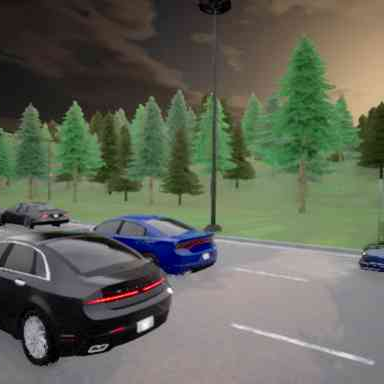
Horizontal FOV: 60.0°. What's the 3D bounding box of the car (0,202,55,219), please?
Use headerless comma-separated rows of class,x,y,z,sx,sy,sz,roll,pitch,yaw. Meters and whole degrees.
car,-9.248,1.283,19.022,5.357,1.411,2.033,1,1,35

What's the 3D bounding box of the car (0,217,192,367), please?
car,-2.564,1.428,5.711,4.892,1.490,1.837,1,1,36

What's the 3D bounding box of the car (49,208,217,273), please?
car,-1.683,1.377,9.434,5.008,1.535,1.882,1,0,35

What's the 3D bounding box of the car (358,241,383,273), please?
car,6.925,1.549,7.707,5.357,1.411,2.033,1,1,35
